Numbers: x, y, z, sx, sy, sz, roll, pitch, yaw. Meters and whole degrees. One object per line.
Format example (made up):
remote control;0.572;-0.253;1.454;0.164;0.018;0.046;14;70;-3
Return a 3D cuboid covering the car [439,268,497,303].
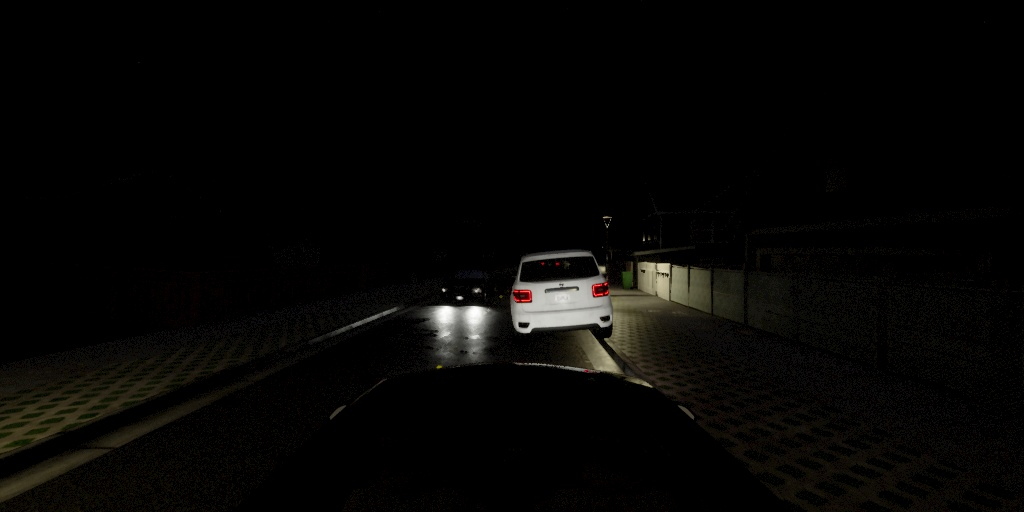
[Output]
car;-1.867;1.292;17.031;2.033;1.411;5.357;0;0;5

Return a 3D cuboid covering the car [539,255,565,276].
car;4.363;0.973;38.549;2.150;2.045;5.566;0;0;13

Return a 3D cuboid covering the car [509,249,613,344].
car;1.137;0.898;9.638;2.150;2.045;5.566;-5;0;3
